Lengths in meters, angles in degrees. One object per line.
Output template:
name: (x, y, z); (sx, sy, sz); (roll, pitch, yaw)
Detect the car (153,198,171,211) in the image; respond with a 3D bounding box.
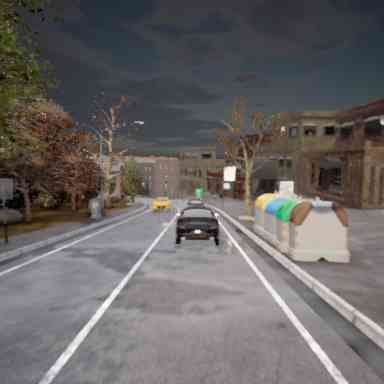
car: (-3.471, 1.410, 38.985); (1.882, 1.535, 5.008); (0, 0, -2)

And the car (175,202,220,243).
car: (0.253, 1.450, 15.899); (1.882, 1.535, 5.008); (0, 0, 1)

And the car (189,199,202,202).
car: (0.380, 1.465, 33.995); (1.812, 1.442, 4.674); (0, 0, 0)
